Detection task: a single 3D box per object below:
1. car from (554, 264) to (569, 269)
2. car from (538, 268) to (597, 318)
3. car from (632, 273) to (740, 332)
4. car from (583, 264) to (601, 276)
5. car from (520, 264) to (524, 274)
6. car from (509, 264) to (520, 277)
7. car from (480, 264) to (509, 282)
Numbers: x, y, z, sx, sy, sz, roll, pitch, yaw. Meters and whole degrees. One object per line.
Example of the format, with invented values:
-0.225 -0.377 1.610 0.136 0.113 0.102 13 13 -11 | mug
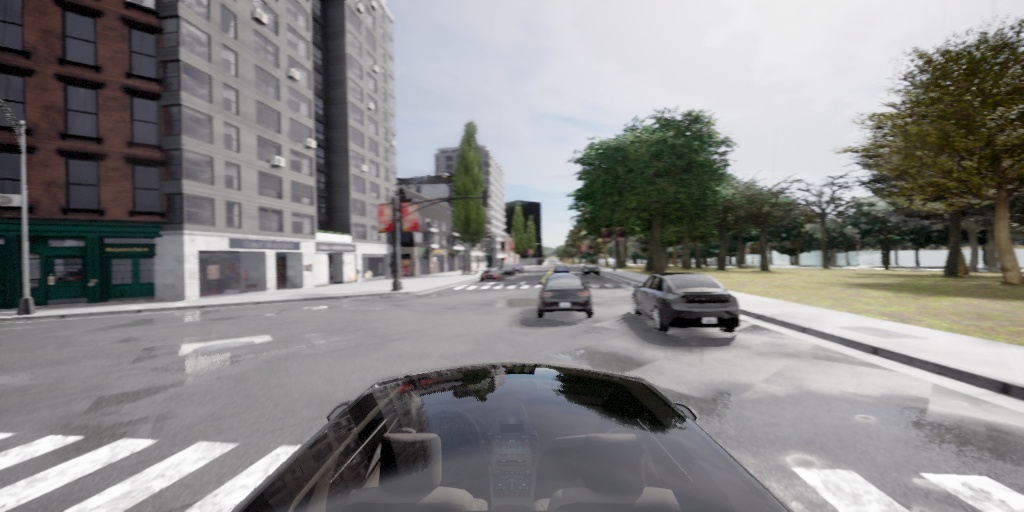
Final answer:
6.311 1.695 45.949 1.994 1.385 4.181 -2 -1 8 | car
1.948 1.367 13.409 1.812 1.442 4.674 -2 -1 8 | car
4.852 1.234 10.632 1.837 1.490 4.892 -2 0 8 | car
8.912 1.594 40.883 1.895 1.301 4.718 -2 -1 8 | car
0.824 1.950 54.665 2.033 1.411 5.357 -2 -1 8 | car
-0.601 1.776 44.228 1.882 1.535 5.008 -2 -1 8 | car
-1.871 1.781 35.194 1.994 1.385 4.181 -2 -1 8 | car
